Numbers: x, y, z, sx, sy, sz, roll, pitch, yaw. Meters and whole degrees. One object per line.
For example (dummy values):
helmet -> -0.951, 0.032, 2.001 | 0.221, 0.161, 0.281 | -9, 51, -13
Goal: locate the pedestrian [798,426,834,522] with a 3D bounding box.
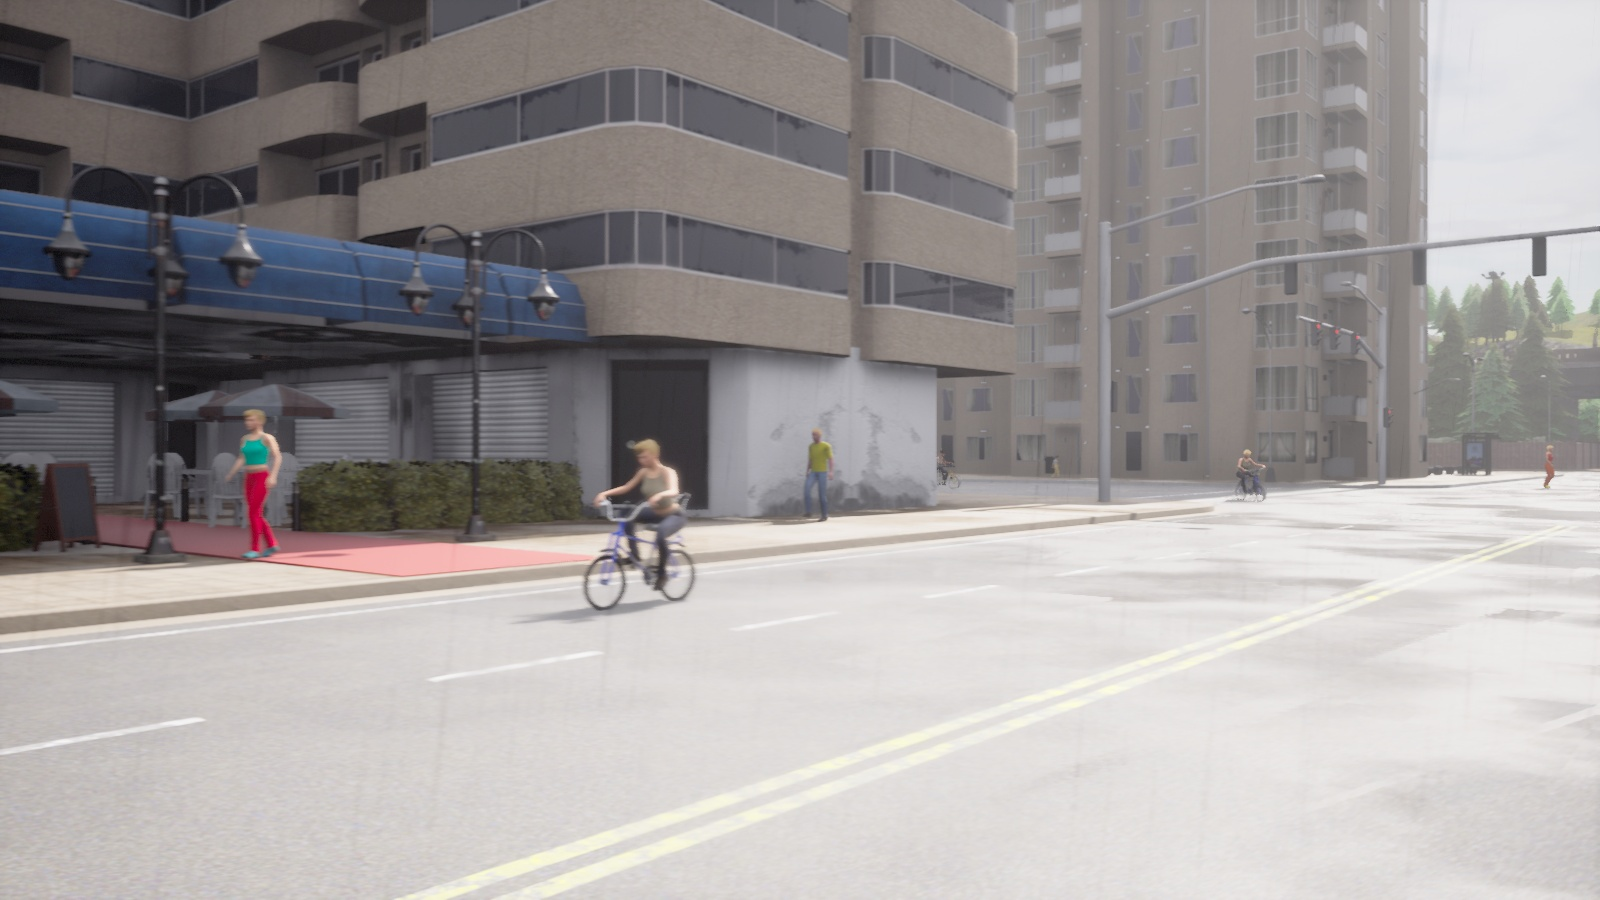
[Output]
pedestrian -> 0.312, 0.454, 24.223 | 0.354, 1.836, 0.706 | 0, 0, 36

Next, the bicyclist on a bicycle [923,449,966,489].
bicyclist on a bicycle -> 5.916, 0.776, 51.387 | 1.509, 1.612, 0.866 | 0, 0, 38

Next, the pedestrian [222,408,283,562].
pedestrian -> -6.662, 0.421, 15.291 | 0.345, 1.836, 0.594 | 0, 0, 27

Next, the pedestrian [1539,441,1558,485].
pedestrian -> 31.612, 0.545, 53.021 | 0.345, 1.836, 0.594 | 0, 0, -37

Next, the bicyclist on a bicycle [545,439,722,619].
bicyclist on a bicycle -> -1.583, 0.711, 12.104 | 0.866, 1.612, 1.509 | 0, 0, 38

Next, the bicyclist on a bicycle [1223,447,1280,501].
bicyclist on a bicycle -> 13.910, 0.728, 38.739 | 0.866, 1.612, 1.509 | -3, 1, -16
